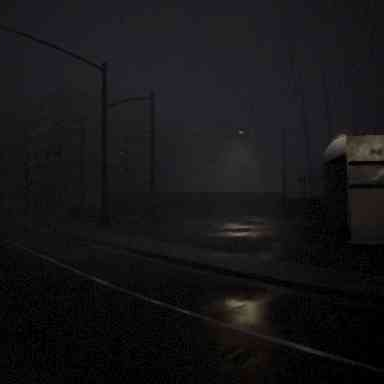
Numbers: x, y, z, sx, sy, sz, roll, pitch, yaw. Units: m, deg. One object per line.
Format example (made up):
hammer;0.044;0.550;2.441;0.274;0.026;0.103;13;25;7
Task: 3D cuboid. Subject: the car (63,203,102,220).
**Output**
car;-10.025;1.851;32.462;4.892;1.490;1.837;0;-2;-42
